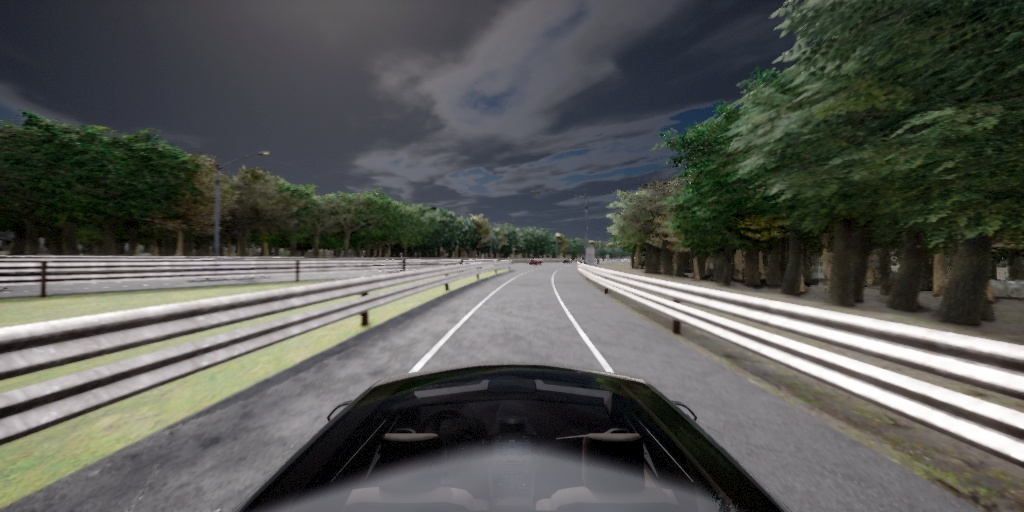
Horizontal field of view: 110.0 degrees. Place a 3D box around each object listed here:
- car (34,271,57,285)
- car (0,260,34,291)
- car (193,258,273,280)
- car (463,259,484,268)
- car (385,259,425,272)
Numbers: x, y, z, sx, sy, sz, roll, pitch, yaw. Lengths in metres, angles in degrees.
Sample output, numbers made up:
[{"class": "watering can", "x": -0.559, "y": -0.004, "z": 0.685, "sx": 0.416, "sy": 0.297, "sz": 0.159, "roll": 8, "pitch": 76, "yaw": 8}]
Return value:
[{"class": "car", "x": -25.782, "y": 0.811, "z": 17.680, "sx": 1.994, "sy": 1.385, "sz": 4.181, "roll": 1, "pitch": 0, "yaw": 23}, {"class": "car", "x": -23.457, "y": 0.710, "z": 14.191, "sx": 1.882, "sy": 1.535, "sz": 5.008, "roll": 1, "pitch": 0, "yaw": 23}, {"class": "car", "x": -19.000, "y": 0.857, "z": 24.726, "sx": 1.812, "sy": 1.442, "sz": 4.674, "roll": 1, "pitch": 0, "yaw": 23}, {"class": "car", "x": -5.913, "y": 1.137, "z": 55.652, "sx": 1.812, "sy": 1.442, "sz": 4.674, "roll": 1, "pitch": 0, "yaw": 23}, {"class": "car", "x": -12.126, "y": 1.023, "z": 40.970, "sx": 2.033, "sy": 1.411, "sz": 5.357, "roll": 1, "pitch": 0, "yaw": 23}]
